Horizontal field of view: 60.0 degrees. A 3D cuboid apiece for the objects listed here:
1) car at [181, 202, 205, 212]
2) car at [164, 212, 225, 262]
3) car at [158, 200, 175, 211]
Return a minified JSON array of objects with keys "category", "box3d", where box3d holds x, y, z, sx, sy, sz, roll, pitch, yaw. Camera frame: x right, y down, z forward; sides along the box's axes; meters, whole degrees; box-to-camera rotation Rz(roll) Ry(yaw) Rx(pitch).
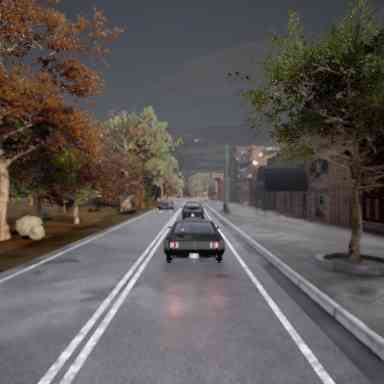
[{"category":"car","box3d":[0.076,1.612,29.124,1.837,1.490,4.892,0,0,0]},{"category":"car","box3d":[0.077,1.645,12.265,1.895,1.301,4.718,0,0,0]},{"category":"car","box3d":[-3.353,1.729,44.384,1.994,1.385,4.181,0,0,0]}]
